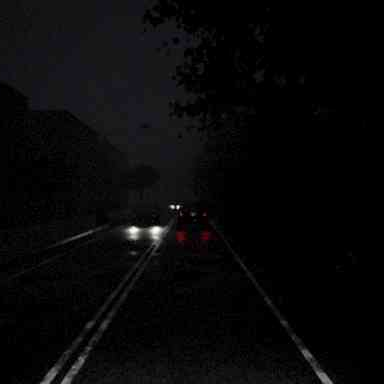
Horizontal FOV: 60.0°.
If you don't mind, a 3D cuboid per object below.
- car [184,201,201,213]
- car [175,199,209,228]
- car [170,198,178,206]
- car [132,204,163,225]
[{"bbox_3d":[0.053,1.860,42.077,2.033,1.411,5.357,0,0,0],"label":"car"},{"bbox_3d":[0.073,1.534,23.924,2.097,1.767,4.553,0,-1,0],"label":"car"},{"bbox_3d":[-3.332,2.010,66.803,2.128,1.511,4.902,0,-1,0],"label":"car"},{"bbox_3d":[-3.378,1.675,25.822,1.882,1.535,5.008,0,0,0],"label":"car"}]
